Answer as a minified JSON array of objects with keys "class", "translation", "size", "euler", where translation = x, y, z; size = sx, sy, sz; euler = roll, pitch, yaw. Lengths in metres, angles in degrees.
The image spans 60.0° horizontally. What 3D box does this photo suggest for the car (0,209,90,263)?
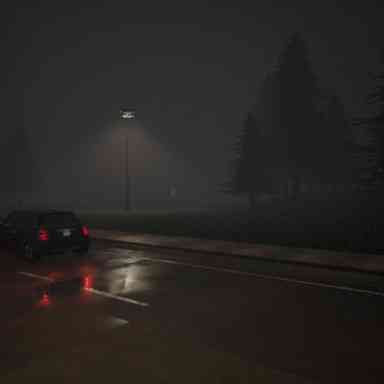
[{"class":"car","translation":[-5.926,1.411,12.393],"size":[4.553,1.767,2.097],"euler":[0,0,35]}]
